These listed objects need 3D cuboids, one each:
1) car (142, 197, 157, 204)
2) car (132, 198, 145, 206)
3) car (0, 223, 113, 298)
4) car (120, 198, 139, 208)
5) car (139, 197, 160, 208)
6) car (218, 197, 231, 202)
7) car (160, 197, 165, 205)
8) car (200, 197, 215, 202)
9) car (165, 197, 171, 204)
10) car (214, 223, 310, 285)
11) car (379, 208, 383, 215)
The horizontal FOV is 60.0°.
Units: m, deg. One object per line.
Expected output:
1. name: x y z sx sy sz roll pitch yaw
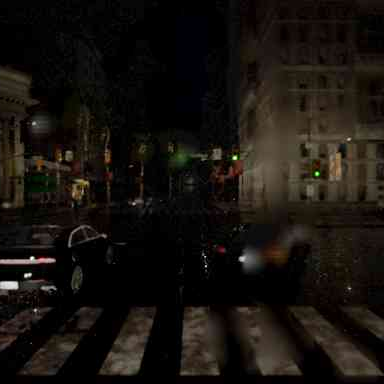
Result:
1. car: -9.649 1.978 75.589 2.128 1.511 4.902 0 0 10
2. car: -10.495 1.917 65.383 1.812 1.442 4.674 0 0 0
3. car: -3.402 1.544 8.639 2.128 1.511 4.902 0 0 0
4. car: -10.499 1.880 55.405 2.033 1.411 5.357 0 0 0
5. car: -6.999 1.822 55.133 2.128 1.511 4.902 0 0 0
6. car: 8.836 2.102 91.677 1.994 1.385 4.181 0 0 41
7. car: -6.993 1.916 65.180 1.812 1.442 4.674 0 0 0
8. car: 4.332 2.026 91.485 1.882 1.535 5.008 0 0 38
9. car: -6.147 1.929 75.293 1.882 1.535 5.008 0 0 10
10. car: 2.219 1.624 9.914 1.994 1.385 4.181 0 -1 27
11. car: 20.627 1.793 31.769 4.718 1.301 1.895 0 0 0
